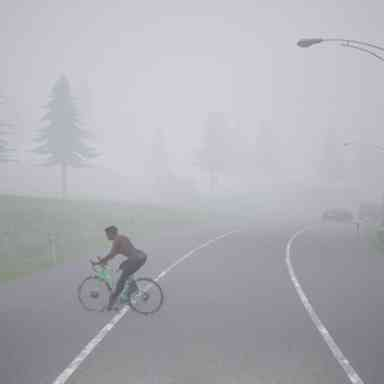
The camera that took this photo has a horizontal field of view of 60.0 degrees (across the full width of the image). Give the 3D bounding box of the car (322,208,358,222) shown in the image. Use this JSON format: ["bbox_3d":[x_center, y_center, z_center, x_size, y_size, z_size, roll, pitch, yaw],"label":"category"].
[{"bbox_3d":[15.770,2.405,35.868,4.181,1.385,1.994,4,-1,-44],"label":"car"}]

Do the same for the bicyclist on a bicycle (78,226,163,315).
[{"bbox_3d":[-1.328,1.449,6.119,1.656,1.620,0.582,0,0,8],"label":"bicyclist on a bicycle"}]

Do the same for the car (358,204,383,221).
[{"bbox_3d":[23.278,2.590,42.208,5.566,2.045,2.150,4,0,-35],"label":"car"}]
